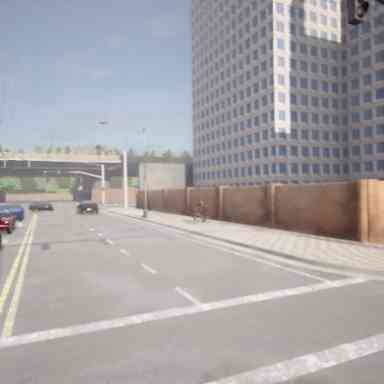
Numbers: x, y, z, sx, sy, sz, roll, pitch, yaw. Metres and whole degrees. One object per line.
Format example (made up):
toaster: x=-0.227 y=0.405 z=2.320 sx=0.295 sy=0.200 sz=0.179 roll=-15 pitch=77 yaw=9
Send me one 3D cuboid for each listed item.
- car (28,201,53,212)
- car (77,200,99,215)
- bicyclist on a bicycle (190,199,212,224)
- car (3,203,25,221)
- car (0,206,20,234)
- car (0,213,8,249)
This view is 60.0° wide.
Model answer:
car: x=-20.157 y=1.858 z=44.225 sx=1.994 sy=1.385 sz=4.181 roll=-1 pitch=0 yaw=-44
car: x=-11.713 y=1.649 z=37.292 sx=1.882 sy=1.535 sz=5.008 roll=-1 pitch=0 yaw=-24
bicyclist on a bicycle: x=0.603 y=1.264 z=21.779 sx=1.656 sy=1.620 sz=0.582 roll=-1 pitch=0 yaw=-24
car: x=-15.827 y=1.734 z=29.242 sx=1.882 sy=1.535 sz=5.008 roll=-1 pitch=0 yaw=-23
car: x=-11.782 y=1.793 z=20.141 sx=1.895 sy=1.301 sz=4.718 roll=-1 pitch=0 yaw=-24
car: x=-8.200 y=1.700 z=12.149 sx=1.994 sy=1.385 sz=4.181 roll=-1 pitch=0 yaw=-24
